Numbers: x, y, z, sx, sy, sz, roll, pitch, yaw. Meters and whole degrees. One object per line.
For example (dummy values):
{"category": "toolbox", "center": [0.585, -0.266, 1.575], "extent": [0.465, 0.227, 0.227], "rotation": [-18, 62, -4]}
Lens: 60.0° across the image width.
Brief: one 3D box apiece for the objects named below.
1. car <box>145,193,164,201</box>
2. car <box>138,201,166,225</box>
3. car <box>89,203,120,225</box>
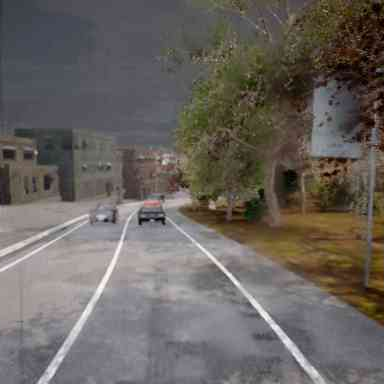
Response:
{"category": "car", "center": [-4.855, 1.357, 42.215], "extent": [2.097, 1.767, 4.553], "rotation": [0, 0, -3]}
{"category": "car", "center": [-3.020, 1.626, 24.588], "extent": [1.895, 1.301, 4.718], "rotation": [-1, 0, -9]}
{"category": "car", "center": [-6.534, 1.586, 25.080], "extent": [2.128, 1.511, 4.902], "rotation": [-1, 0, -8]}
